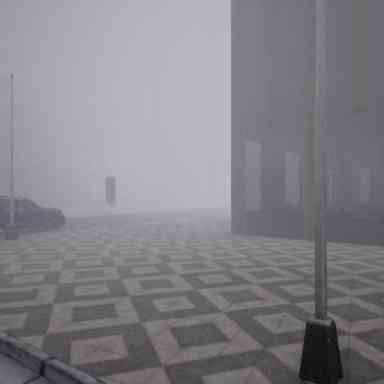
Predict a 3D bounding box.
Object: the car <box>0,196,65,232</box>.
[{"bbox_3d":[-9.654,1.229,17.791,2.150,2.045,5.566,0,0,36],"label":"car"}]
